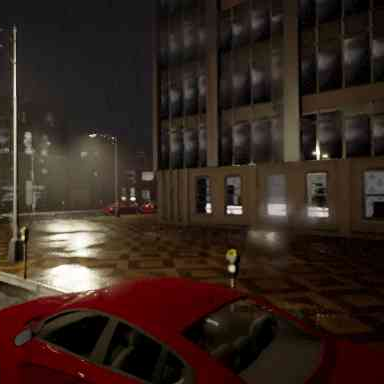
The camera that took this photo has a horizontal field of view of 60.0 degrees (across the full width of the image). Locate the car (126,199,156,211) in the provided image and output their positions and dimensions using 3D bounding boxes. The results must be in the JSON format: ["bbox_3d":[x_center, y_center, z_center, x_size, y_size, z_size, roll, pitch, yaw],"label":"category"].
[{"bbox_3d":[-7.267,1.750,47.552,1.967,1.590,4.097,-1,-1,36],"label":"car"}]

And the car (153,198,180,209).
[{"bbox_3d":[-3.983,1.778,52.010,1.967,1.590,4.097,-1,-1,36],"label":"car"}]

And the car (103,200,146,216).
[{"bbox_3d":[-7.057,1.764,33.645,1.802,1.307,4.206,-1,-1,36],"label":"car"}]

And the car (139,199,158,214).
[{"bbox_3d":[-3.804,1.650,38.124,1.967,1.590,4.097,-1,-1,36],"label":"car"}]

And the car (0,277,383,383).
[{"bbox_3d":[-0.494,1.552,3.231,4.507,1.381,1.887,0,0,35],"label":"car"}]
